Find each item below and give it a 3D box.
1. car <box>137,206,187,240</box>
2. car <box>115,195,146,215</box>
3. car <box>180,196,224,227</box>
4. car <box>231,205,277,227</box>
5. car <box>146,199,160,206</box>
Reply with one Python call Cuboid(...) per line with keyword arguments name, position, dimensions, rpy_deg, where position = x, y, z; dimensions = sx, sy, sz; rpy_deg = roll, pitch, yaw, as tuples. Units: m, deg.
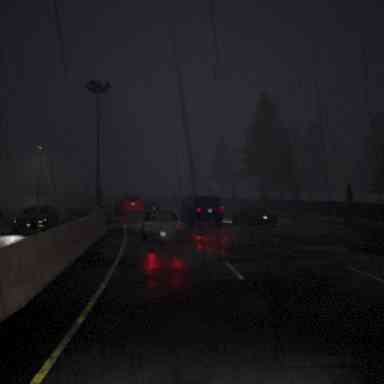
Cuboid(name="car", position=(-1.718, 1.640, 17.451), dimensions=(1.895, 1.301, 4.718), rpy_deg=(0, 0, -10))
Cuboid(name="car", position=(-6.803, 1.310, 35.523), dimensions=(2.150, 2.045, 5.566), rpy_deg=(0, 0, -21))
Cuboid(name="car", position=(0.530, 1.268, 23.501), dimensions=(2.150, 2.045, 5.566), rpy_deg=(0, 0, -13))
Cuboid(name="car", position=(4.201, 1.598, 23.048), dimensions=(1.994, 1.385, 4.181), rpy_deg=(0, 0, -13))
Cuboid(name="car", position=(-5.308, 1.601, 40.979), dimensions=(1.837, 1.490, 4.892), rpy_deg=(0, 0, -23))
